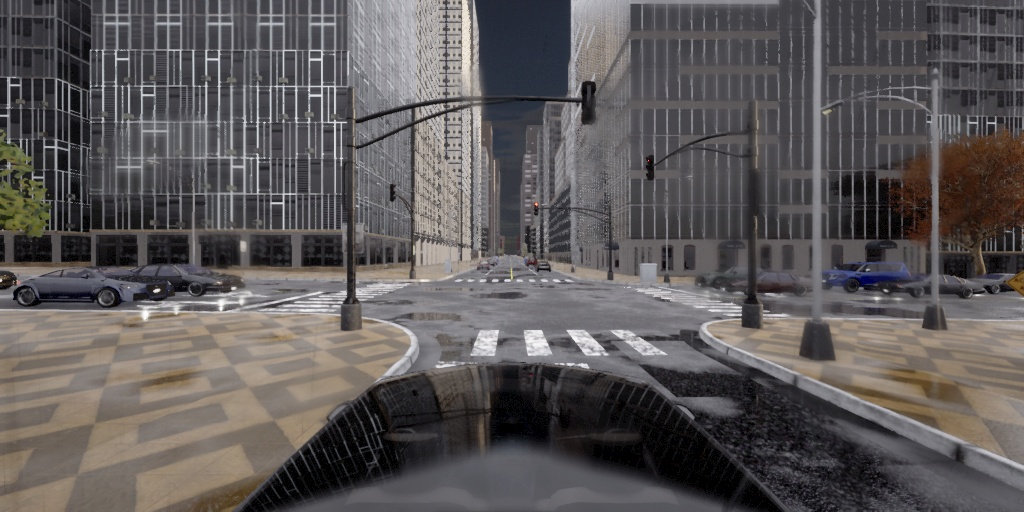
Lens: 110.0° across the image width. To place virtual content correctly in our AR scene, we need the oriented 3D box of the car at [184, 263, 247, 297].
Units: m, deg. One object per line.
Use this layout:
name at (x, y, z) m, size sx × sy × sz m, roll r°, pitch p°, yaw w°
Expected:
car at (-15.353, 1.040, 16.397) m, size 5.357 × 1.411 × 2.033 m, roll 1°, pitch 0°, yaw 0°

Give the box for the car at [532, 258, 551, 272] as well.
car at (3.924, 1.329, 45.673) m, size 1.948 × 1.339 × 4.313 m, roll 0°, pitch 0°, yaw 0°

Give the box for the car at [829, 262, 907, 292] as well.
car at (24.339, 1.433, 24.911) m, size 5.566 × 2.045 × 2.150 m, roll 1°, pitch 0°, yaw -3°

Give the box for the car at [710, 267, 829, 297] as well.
car at (15.128, 1.595, 21.230) m, size 5.357 × 1.411 × 2.033 m, roll 1°, pitch 0°, yaw -3°

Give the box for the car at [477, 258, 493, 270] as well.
car at (-4.030, 1.342, 51.165) m, size 1.802 × 1.307 × 4.207 m, roll 0°, pitch 0°, yaw 0°

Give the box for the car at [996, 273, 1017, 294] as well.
car at (34.567, 1.942, 25.384) m, size 5.357 × 1.411 × 2.033 m, roll 1°, pitch 0°, yaw -3°

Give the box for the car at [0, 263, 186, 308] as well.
car at (-15.079, 1.063, 13.122) m, size 4.181 × 1.385 × 1.994 m, roll 1°, pitch 0°, yaw -3°

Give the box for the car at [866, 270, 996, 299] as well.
car at (25.187, 1.775, 21.699) m, size 5.357 × 1.411 × 2.033 m, roll 1°, pitch 0°, yaw -3°

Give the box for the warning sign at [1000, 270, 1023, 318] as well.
warning sign at (17.274, 1.204, 11.872) m, size 1.060 × 1.860 × 1.300 m, roll 0°, pitch 0°, yaw -3°

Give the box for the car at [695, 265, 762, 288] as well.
car at (14.996, 1.396, 24.479) m, size 4.553 × 1.767 × 2.097 m, roll 1°, pitch 0°, yaw -3°

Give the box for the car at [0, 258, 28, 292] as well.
car at (-25.275, 0.816, 15.905) m, size 4.892 × 1.490 × 1.837 m, roll 1°, pitch 0°, yaw -3°
